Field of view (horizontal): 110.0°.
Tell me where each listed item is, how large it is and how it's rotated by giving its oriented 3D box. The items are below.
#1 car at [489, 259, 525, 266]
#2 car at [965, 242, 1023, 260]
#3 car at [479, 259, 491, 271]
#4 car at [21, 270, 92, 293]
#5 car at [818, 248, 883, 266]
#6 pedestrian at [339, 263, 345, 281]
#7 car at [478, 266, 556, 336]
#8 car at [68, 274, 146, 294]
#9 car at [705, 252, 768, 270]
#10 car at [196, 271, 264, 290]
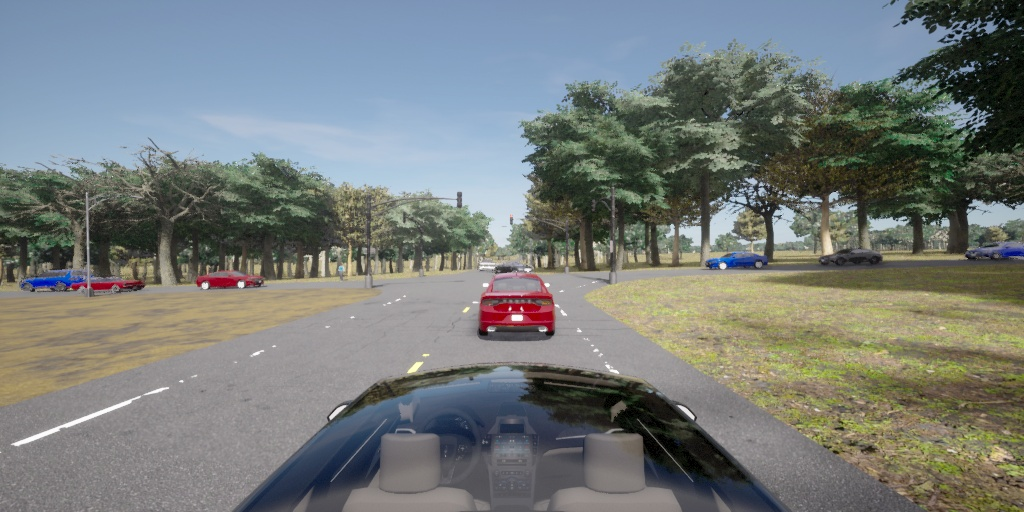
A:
[{"bbox_3d":[0.107,1.329,35.962,2.128,1.511,4.902,1,-3,-35],"label":"car"},{"bbox_3d":[42.464,-0.426,31.123,4.674,1.442,1.812,-2,-1,2],"label":"car"},{"bbox_3d":[-4.011,1.468,57.135,2.150,2.045,5.566,0,-1,-1],"label":"car"},{"bbox_3d":[-44.008,2.431,34.876,5.566,2.045,2.150,-2,-1,3],"label":"car"},{"bbox_3d":[29.861,0.054,31.673,4.674,1.442,1.812,-2,-1,2],"label":"car"},{"bbox_3d":[-17.914,1.668,37.603,0.375,1.860,0.375,0,1,3],"label":"pedestrian"},{"bbox_3d":[0.127,1.230,10.484,1.882,1.535,5.008,0,0,0],"label":"car"},{"bbox_3d":[-34.429,2.463,30.737,4.718,1.301,1.895,-2,-1,3],"label":"car"},{"bbox_3d":[20.001,0.394,32.089,5.008,1.535,1.882,-2,-1,2],"label":"car"},{"bbox_3d":[-23.690,1.976,30.255,5.008,1.535,1.882,-2,-1,2],"label":"car"}]
